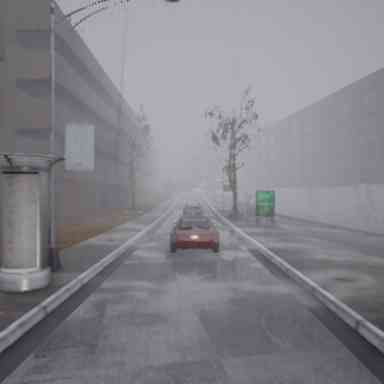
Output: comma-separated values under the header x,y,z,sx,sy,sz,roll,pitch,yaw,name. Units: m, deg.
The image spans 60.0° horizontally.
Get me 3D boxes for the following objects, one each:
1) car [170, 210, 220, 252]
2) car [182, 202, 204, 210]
x,y,z,sx,sy,sz,roll,pitch,yaw,name
0.100,1.686,14.424,1.994,1.385,4.181,0,-1,0,car
0.100,1.707,31.459,2.128,1.511,4.902,0,0,0,car
